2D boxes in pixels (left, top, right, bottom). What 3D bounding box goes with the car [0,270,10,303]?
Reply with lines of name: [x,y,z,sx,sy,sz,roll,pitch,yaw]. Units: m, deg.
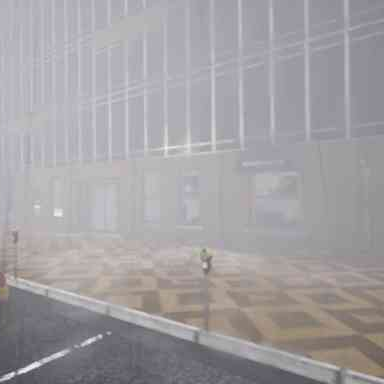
car: [-5.640,1.604,6.913,4.829,1.417,1.752,-1,-1,36]
